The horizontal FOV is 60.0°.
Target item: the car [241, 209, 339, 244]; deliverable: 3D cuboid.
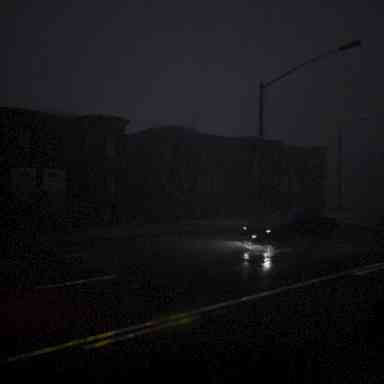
[{"bbox_3d":[4.871,1.549,15.977,5.357,1.411,2.033,0,0,-35],"label":"car"}]
